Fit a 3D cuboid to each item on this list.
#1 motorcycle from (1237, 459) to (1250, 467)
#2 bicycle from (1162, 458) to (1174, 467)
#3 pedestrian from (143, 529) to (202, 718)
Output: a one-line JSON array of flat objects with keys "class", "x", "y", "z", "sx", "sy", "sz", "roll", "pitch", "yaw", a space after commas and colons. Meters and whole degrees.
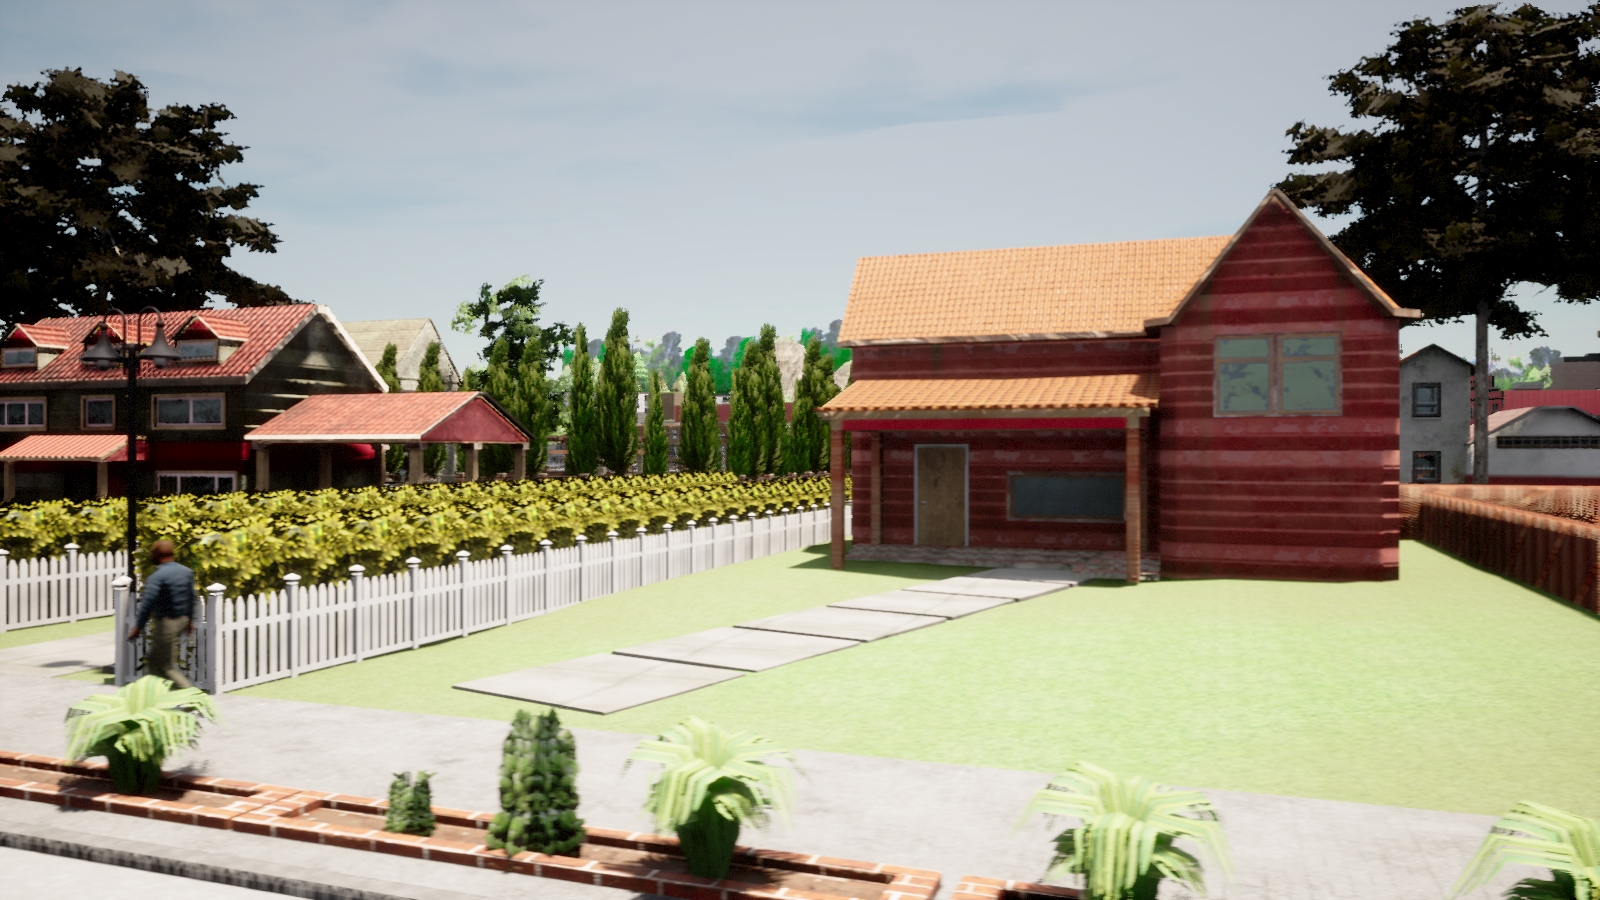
[{"class": "motorcycle", "x": 73.695, "y": 2.188, "z": 189.795, "sx": 2.033, "sy": 1.199, "sz": 0.803, "roll": 0, "pitch": 0, "yaw": 20}, {"class": "bicycle", "x": 62.521, "y": 2.063, "z": 194.022, "sx": 1.835, "sy": 1.471, "sz": 0.329, "roll": 0, "pitch": 0, "yaw": 20}, {"class": "pedestrian", "x": -6.366, "y": 1.743, "z": 11.598, "sx": 0.375, "sy": 1.860, "sz": 0.375, "roll": 0, "pitch": 0, "yaw": 10}]
